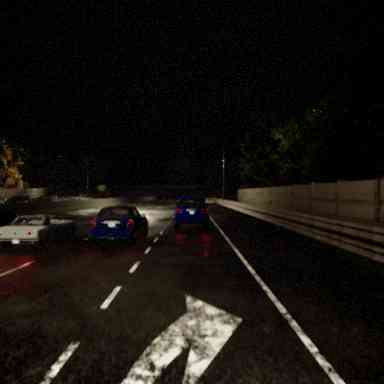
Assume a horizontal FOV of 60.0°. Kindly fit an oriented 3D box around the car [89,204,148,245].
[{"bbox_3d":[-3.406,1.433,16.237,2.097,1.767,4.553,0,0,0],"label":"car"}]

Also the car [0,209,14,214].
[{"bbox_3d":[-10.408,1.614,17.690,1.812,1.442,4.674,0,0,0],"label":"car"}]

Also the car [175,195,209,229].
[{"bbox_3d":[-0.008,1.339,22.620,2.150,2.045,5.566,0,0,0],"label":"car"}]

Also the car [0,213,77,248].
[{"bbox_3d":[-6.903,1.676,15.251,1.895,1.301,4.718,0,0,0],"label":"car"}]

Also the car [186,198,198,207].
[{"bbox_3d":[-0.019,1.863,59.207,2.128,1.511,4.902,0,0,0],"label":"car"}]

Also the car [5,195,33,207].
[{"bbox_3d":[-31.520,1.593,60.722,2.150,2.045,5.566,0,0,0],"label":"car"}]

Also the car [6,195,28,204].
[{"bbox_3d":[-28.027,1.689,53.966,2.097,1.767,4.553,0,-1,0],"label":"car"}]

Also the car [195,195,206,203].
[{"bbox_3d":[2.436,1.988,93.119,2.150,2.045,5.566,0,-1,14],"label":"car"}]

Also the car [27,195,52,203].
[{"bbox_3d":[-24.522,1.695,54.680,2.097,1.767,4.553,0,-1,0],"label":"car"}]
